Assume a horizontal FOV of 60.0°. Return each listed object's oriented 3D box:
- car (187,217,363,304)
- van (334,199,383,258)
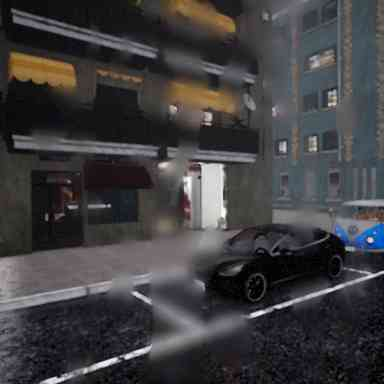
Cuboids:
[{"bbox_3d":[1.920,1.455,7.916,4.313,1.339,1.947,-1,1,-35],"label":"car"},{"bbox_3d":[6.416,1.131,11.116,3.998,1.788,1.690,-1,1,-35],"label":"van"}]
